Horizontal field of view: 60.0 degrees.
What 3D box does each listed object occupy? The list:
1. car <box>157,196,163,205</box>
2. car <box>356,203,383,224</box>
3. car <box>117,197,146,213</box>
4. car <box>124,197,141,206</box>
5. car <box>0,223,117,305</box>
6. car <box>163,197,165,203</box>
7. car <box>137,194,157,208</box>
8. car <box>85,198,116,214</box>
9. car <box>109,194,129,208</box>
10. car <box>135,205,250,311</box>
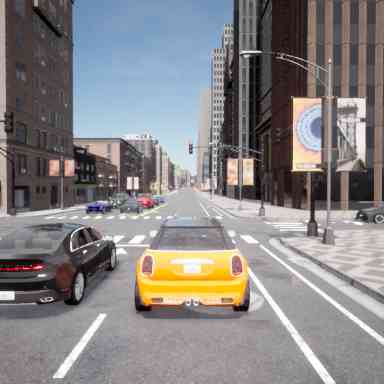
[{"bbox_3d":[-6.584,1.592,55.980,1.994,1.385,4.181,0,0,0],"label":"car"},{"bbox_3d":[13.986,1.470,23.566,4.181,1.385,1.994,0,1,0],"label":"car"},{"bbox_3d":[-6.601,1.581,36.730,1.994,1.385,4.181,0,0,0],"label":"car"},{"bbox_3d":[-9.818,1.592,55.288,1.994,1.385,4.181,0,0,2],"label":"car"},{"bbox_3d":[-3.153,1.504,8.042,1.837,1.490,4.892,0,0,0],"label":"car"},{"bbox_3d":[-6.531,1.509,66.053,1.882,1.535,5.008,0,0,1],"label":"car"},{"bbox_3d":[-6.599,1.245,46.007,2.150,2.045,5.566,0,0,1],"label":"car"},{"bbox_3d":[-9.849,1.617,35.571,1.895,1.301,4.718,0,0,0],"label":"car"},{"bbox_3d":[-9.843,1.244,45.330,2.150,2.045,5.566,0,0,1],"label":"car"},{"bbox_3d":[0.010,1.351,7.897,2.097,1.767,4.553,0,0,0],"label":"car"}]
